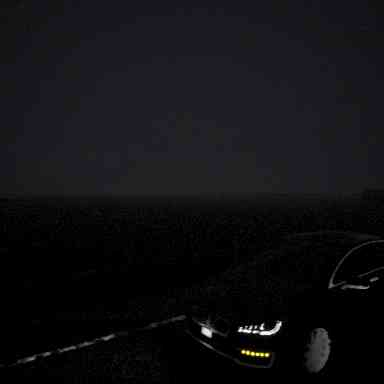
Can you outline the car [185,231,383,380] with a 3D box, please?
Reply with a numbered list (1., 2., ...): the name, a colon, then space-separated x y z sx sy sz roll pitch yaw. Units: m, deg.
1. car: 2.159 1.470 5.529 4.892 1.490 1.837 0 0 -35
